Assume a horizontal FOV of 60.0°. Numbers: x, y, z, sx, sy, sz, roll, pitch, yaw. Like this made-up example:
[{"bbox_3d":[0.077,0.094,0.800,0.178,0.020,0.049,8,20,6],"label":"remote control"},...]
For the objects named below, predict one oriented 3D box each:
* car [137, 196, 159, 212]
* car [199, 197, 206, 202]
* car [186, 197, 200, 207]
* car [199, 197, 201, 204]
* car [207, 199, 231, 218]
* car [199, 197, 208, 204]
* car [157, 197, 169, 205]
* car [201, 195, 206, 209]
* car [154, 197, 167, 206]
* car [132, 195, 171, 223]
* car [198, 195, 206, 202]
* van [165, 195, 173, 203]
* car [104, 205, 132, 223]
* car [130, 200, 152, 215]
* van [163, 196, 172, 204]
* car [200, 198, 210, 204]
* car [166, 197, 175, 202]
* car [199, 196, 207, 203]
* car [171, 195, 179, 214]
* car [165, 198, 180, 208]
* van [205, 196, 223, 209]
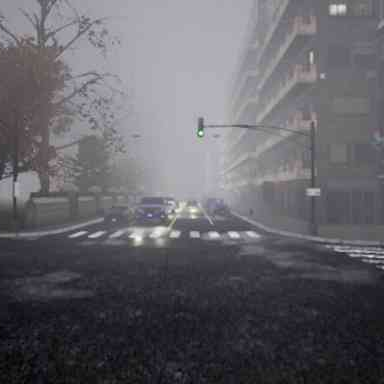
[{"bbox_3d":[-5.676,1.518,43.335,2.192,1.841,5.009,0,0,0],"label":"car"},{"bbox_3d":[2.716,2.048,88.372,1.802,1.307,4.206,0,0,0],"label":"car"},{"bbox_3d":[0.015,1.833,55.539,1.994,1.385,4.181,0,0,0],"label":"car"},{"bbox_3d":[2.707,1.814,54.591,2.008,1.369,4.403,0,0,0],"label":"car"},{"bbox_3d":[2.701,1.690,32.070,1.887,1.381,4.507,0,0,0],"label":"car"},{"bbox_3d":[2.713,1.939,77.112,1.887,1.381,4.507,0,0,0],"label":"car"},{"bbox_3d":[-5.669,1.767,65.854,1.967,1.590,4.097,0,0,0],"label":"car"},{"bbox_3d":[2.706,1.673,48.962,1.967,1.590,4.097,0,0,0],"label":"car"},{"bbox_3d":[-5.671,1.735,60.225,1.967,1.590,4.097,0,0,0],"label":"car"},{"bbox_3d":[-3.083,1.341,26.781,2.150,2.045,5.566,0,0,-1],"label":"car"},{"bbox_3d":[2.718,1.820,94.002,2.192,1.841,5.009,0,0,0],"label":"car"},{"bbox_3d":[-5.665,1.771,82.744,1.690,1.788,3.998,0,0,0],"label":"van"},{"bbox_3d":[-5.681,1.684,26.443,1.947,1.339,4.313,0,0,0],"label":"car"},{"bbox_3d":[-5.677,1.698,37.534,1.752,1.417,4.829,0,0,0],"label":"car"},{"bbox_3d":[-5.667,1.736,77.115,1.690,1.788,3.998,0,0,0],"label":"van"},{"bbox_3d":[2.712,1.911,71.482,2.008,1.369,4.403,0,0,0],"label":"car"},{"bbox_3d":[-5.664,2.018,88.373,2.008,1.369,4.403,0,0,0],"label":"car"},{"bbox_3d":[2.715,1.870,82.741,1.967,1.590,4.097,0,0,0],"label":"car"},{"bbox_3d":[-3.067,1.403,38.733,2.150,2.045,5.566,0,-1,0],"label":"car"},{"bbox_3d":[-3.024,1.749,53.345,2.128,1.511,4.902,0,0,1],"label":"car"},{"bbox_3d":[2.704,1.514,37.702,1.690,1.788,3.998,0,0,0],"label":"van"}]
